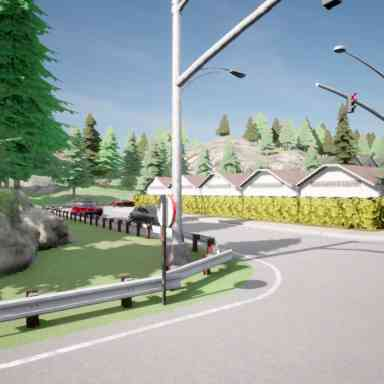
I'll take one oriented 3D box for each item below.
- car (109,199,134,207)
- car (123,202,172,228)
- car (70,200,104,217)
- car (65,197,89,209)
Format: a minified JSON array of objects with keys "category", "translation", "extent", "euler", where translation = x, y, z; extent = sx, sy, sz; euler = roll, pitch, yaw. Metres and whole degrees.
[{"category":"car","translation":[-10.958,1.777,53.332],"extent":[1.895,1.301,4.718],"euler":[0,0,33]},{"category":"car","translation":[-2.668,1.697,22.513],"extent":[1.837,1.490,4.892],"euler":[0,0,-35]},{"category":"car","translation":[-10.571,1.792,33.826],"extent":[1.895,1.301,4.718],"euler":[0,0,-35]},{"category":"car","translation":[-16.592,1.528,48.799],"extent":[2.097,1.767,4.553],"euler":[0,0,11]}]
